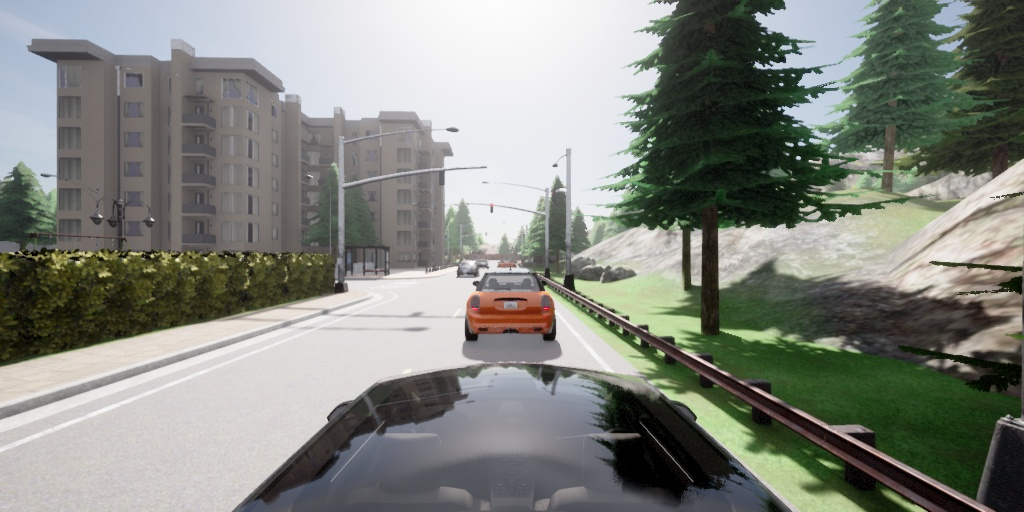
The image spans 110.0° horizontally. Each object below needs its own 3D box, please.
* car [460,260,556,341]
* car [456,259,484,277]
[{"bbox_3d":[-0.057,1.099,10.012,2.097,1.767,4.553,0,0,-1],"label":"car"},{"bbox_3d":[-4.168,1.228,34.356,2.128,1.511,4.902,0,0,-1],"label":"car"}]
